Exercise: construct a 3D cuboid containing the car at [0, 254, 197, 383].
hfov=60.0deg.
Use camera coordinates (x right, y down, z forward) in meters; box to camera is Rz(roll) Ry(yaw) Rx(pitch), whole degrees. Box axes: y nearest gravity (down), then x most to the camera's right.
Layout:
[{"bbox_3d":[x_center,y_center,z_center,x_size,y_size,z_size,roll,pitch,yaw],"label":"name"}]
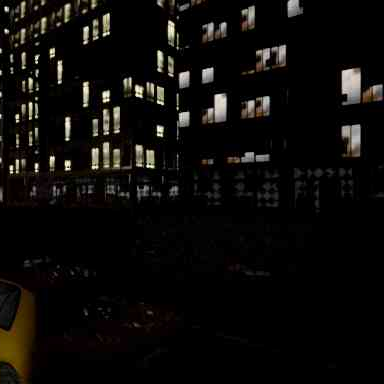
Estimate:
[{"bbox_3d":[-2.228,1.525,4.459,4.829,1.417,1.752,0,0,36],"label":"car"}]
